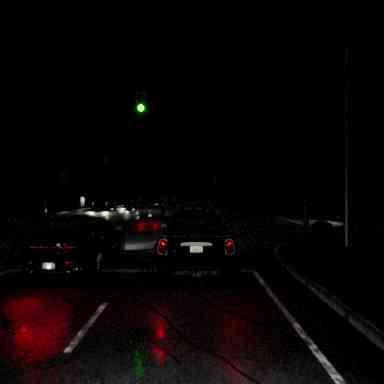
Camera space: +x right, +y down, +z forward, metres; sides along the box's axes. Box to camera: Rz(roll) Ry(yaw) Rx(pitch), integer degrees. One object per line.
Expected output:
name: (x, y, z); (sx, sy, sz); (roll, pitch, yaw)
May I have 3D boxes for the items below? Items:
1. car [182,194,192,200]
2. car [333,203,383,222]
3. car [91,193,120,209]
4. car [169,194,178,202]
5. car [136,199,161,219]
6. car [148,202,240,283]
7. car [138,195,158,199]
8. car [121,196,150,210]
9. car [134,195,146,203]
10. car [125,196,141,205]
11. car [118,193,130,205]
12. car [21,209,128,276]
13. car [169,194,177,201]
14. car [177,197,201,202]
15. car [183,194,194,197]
car: (-1.246, 1.187, 82.298); (1.994, 1.385, 4.181); (0, 0, -7)
car: (13.789, 1.538, 25.516); (5.357, 1.411, 2.033); (0, 0, -3)
car: (-10.590, 1.338, 40.178); (2.097, 1.767, 4.553); (0, 0, 0)
car: (-3.971, 1.354, 71.691); (1.882, 1.535, 5.008); (0, 0, -4)
car: (-3.397, 1.590, 29.142); (1.895, 1.301, 4.718); (0, 0, 0)
car: (0.101, 1.348, 9.829); (2.097, 1.767, 4.553); (0, 0, 0)
car: (-7.042, 1.517, 52.386); (2.033, 1.411, 5.357); (0, 0, 1)
car: (-7.090, 1.532, 42.318); (2.033, 1.411, 5.357); (0, 0, 0)
car: (-10.902, 1.409, 70.066); (1.812, 1.442, 4.674); (0, 0, -2)
car: (-10.587, 1.435, 59.842); (2.128, 1.511, 4.902); (0, 0, -1)
car: (-10.557, 1.197, 49.620); (2.150, 2.045, 5.566); (0, 0, 0)
car: (-3.397, 1.501, 10.304); (1.837, 1.490, 4.892); (0, 0, 0)
car: (-4.729, 1.304, 81.859); (1.837, 1.490, 4.892); (0, 0, -7)
car: (0.103, 1.481, 28.561); (2.128, 1.511, 4.902); (0, 0, 0)
car: (-0.511, 1.386, 72.383); (1.812, 1.442, 4.674); (0, 0, -4)
